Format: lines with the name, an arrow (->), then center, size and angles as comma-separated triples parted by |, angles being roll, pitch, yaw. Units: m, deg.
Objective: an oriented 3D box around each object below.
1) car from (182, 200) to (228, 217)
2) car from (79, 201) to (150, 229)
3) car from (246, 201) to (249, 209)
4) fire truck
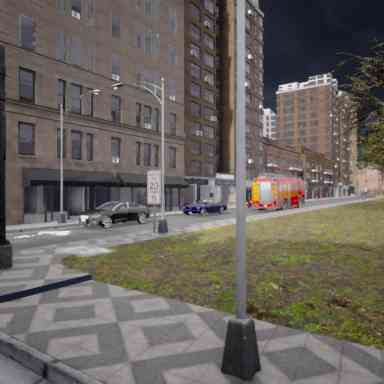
car -> 1.156, 1.361, 28.907 | 1.895, 1.301, 4.718 | 0, 0, 36
car -> -4.699, 1.329, 20.725 | 2.128, 1.511, 4.902 | 0, 0, 36
car -> 8.024, 1.280, 38.488 | 1.895, 1.301, 4.718 | 0, 0, 36
fire truck -> 9.632, 0.023, 36.273 | 2.891, 3.827, 8.468 | 0, 0, 36
